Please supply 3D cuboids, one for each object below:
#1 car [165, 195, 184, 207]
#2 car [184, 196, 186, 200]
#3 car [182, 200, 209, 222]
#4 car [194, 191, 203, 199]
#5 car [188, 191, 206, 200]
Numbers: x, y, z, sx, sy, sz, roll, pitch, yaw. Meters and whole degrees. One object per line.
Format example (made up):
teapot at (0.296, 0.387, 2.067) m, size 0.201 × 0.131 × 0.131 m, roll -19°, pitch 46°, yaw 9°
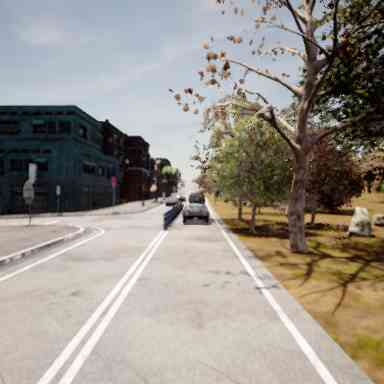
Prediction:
car at (-2.699, 1.327, 47.185) m, size 2.033 × 1.411 × 5.357 m, roll 0°, pitch 0°, yaw 2°
car at (-2.174, 1.256, 62.911) m, size 1.895 × 1.301 × 4.718 m, roll 0°, pitch 0°, yaw 2°
car at (0.290, 1.521, 25.109) m, size 1.895 × 1.301 × 4.718 m, roll 0°, pitch 0°, yaw 1°
car at (1.637, 0.708, 81.368) m, size 2.150 × 2.045 × 5.566 m, roll 0°, pitch 1°, yaw 2°
car at (0.703, 1.013, 45.655) m, size 2.150 × 2.045 × 5.566 m, roll 0°, pitch 0°, yaw 1°
